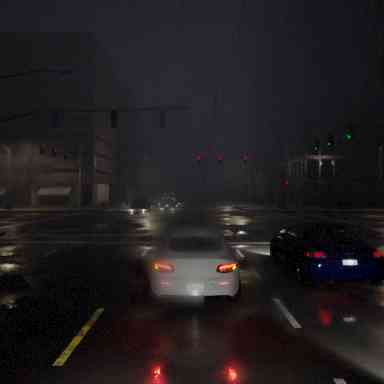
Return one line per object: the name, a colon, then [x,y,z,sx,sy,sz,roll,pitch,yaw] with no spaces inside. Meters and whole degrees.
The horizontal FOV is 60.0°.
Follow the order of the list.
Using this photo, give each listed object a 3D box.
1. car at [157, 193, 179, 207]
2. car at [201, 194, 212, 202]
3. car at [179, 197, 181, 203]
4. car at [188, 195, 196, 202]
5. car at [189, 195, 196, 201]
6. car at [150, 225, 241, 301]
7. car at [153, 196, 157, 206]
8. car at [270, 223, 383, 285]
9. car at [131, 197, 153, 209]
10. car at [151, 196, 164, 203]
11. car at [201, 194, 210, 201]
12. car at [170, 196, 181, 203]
car: [-3.557,1.222,50.588,2.150,2.045,5.566,0,0,0]
car: [3.547,1.546,78.436,1.994,1.385,4.181,0,0,0]
car: [-3.534,1.478,60.591,1.882,1.535,5.008,0,0,0]
car: [0.047,1.518,77.881,2.128,1.511,4.902,0,0,0]
car: [0.052,1.493,87.208,1.812,1.442,4.674,0,0,0]
car: [0.075,1.526,8.171,1.812,1.442,4.674,0,0,0]
car: [-7.053,1.547,55.869,2.033,1.411,5.357,0,0,0]
car: [3.584,1.564,9.538,1.994,1.385,4.181,0,0,0]
car: [-7.095,1.478,46.105,1.882,1.535,5.008,0,0,1]
car: [-6.970,1.564,67.645,1.994,1.385,4.181,0,0,1]
car: [3.552,1.316,86.961,2.097,1.767,4.553,0,0,0]
car: [-3.458,1.553,70.428,1.994,1.385,4.181,0,0,0]
